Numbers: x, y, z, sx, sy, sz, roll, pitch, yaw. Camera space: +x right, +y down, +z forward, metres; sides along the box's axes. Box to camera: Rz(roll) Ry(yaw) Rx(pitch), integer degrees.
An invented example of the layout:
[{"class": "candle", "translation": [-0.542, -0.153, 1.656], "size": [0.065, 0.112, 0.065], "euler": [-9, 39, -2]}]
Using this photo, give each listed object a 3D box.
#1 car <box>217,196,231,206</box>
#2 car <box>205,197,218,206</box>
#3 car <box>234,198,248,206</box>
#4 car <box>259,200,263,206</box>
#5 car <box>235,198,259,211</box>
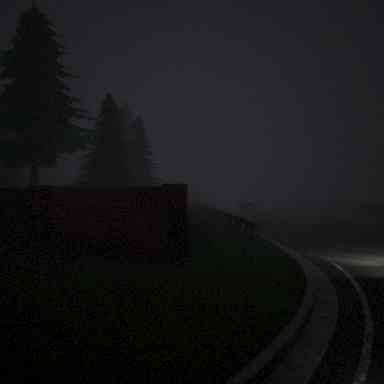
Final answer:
[{"class": "car", "translation": [7.170, 2.270, 72.539], "size": [1.882, 1.535, 5.008], "euler": [0, -1, -3]}, {"class": "car", "translation": [3.760, 2.368, 70.810], "size": [1.895, 1.301, 4.718], "euler": [0, -1, -3]}, {"class": "car", "translation": [10.667, 2.149, 72.677], "size": [2.097, 1.767, 4.553], "euler": [0, -1, -3]}, {"class": "car", "translation": [14.174, 2.347, 72.670], "size": [1.994, 1.385, 4.181], "euler": [0, -1, -3]}, {"class": "car", "translation": [8.355, 2.035, 50.918], "size": [1.882, 1.535, 5.008], "euler": [0, -1, -3]}]
